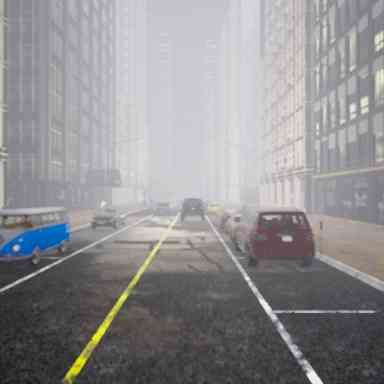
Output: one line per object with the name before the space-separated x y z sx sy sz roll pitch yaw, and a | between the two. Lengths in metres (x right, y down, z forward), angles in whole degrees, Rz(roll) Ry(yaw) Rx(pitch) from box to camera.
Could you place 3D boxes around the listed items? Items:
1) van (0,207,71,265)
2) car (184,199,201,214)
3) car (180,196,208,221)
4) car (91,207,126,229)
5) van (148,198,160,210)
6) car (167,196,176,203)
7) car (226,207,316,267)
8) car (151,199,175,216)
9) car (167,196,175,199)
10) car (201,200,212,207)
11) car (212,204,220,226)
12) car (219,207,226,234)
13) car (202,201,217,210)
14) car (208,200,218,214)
van | -5.700 1.457 11.762 1.690 1.788 3.998 0 -1 0
car | 0.075 1.753 42.016 2.097 1.767 4.553 0 -1 0
car | 0.085 1.517 30.625 2.150 2.045 5.566 0 -1 0
car | -5.702 1.777 23.153 2.008 1.369 4.403 0 -1 0
van | -5.713 1.828 51.648 1.690 1.788 3.998 0 -1 0
car | -5.726 2.136 91.534 2.192 1.841 5.009 0 0 0
car | 2.681 1.432 11.761 2.192 1.841 5.009 0 -1 0
car | -3.109 1.862 37.142 1.837 1.490 4.892 0 -1 0
car | -5.723 2.320 85.834 1.887 1.381 4.507 0 0 0
car | 2.664 2.153 63.041 1.947 1.339 4.313 0 0 0
car | 2.678 1.772 23.154 1.887 1.381 4.507 0 -1 0
car | 2.679 1.699 17.626 1.752 1.417 4.829 0 -1 0
car | 2.669 2.054 51.645 1.947 1.339 4.313 0 -1 0
car | 2.672 1.913 40.419 1.752 1.417 4.829 0 -1 0
